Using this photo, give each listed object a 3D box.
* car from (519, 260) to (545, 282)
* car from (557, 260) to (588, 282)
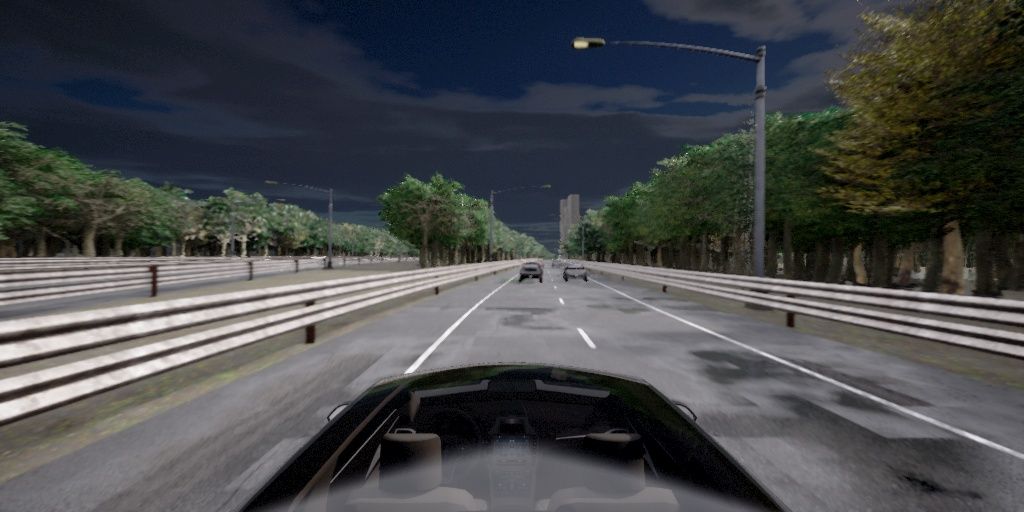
[{"bbox_3d":[1.631,1.286,29.553,1.837,1.490,4.892,1,1,5],"label":"car"},{"bbox_3d":[5.179,1.308,29.980,2.128,1.511,4.902,1,0,5],"label":"car"}]
